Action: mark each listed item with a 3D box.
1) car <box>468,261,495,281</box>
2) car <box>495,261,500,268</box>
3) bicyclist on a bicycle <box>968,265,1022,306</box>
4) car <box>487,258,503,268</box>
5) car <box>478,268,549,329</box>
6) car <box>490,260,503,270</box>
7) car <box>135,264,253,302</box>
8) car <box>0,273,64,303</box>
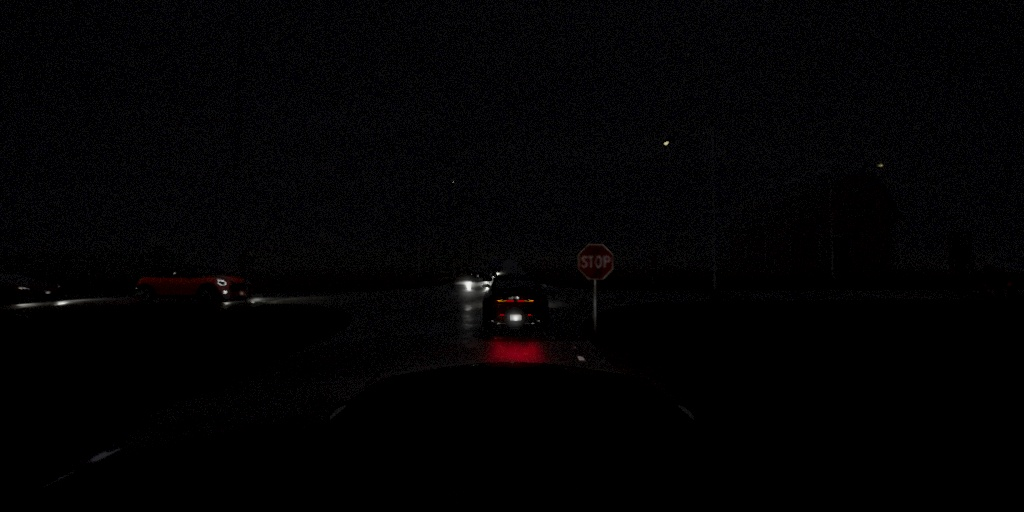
[{"bbox_3d":[-2.896,1.497,33.308,1.837,1.490,4.892,0,0,1],"label":"car"},{"bbox_3d":[-2.844,1.617,43.107,2.033,1.411,5.357,0,0,0],"label":"car"},{"bbox_3d":[19.947,1.187,14.845,0.582,1.620,1.656,0,-1,0],"label":"bicyclist on a bicycle"},{"bbox_3d":[-2.839,1.376,53.581,2.150,2.045,5.566,0,-1,1],"label":"car"},{"bbox_3d":[0.097,1.330,11.623,1.837,1.490,4.892,0,0,0],"label":"car"},{"bbox_3d":[-2.774,1.583,63.840,2.097,1.767,4.553,0,0,0],"label":"car"},{"bbox_3d":[-15.462,1.282,17.643,4.553,1.767,2.097,0,-1,1],"label":"car"},{"bbox_3d":[-25.137,1.532,17.628,4.674,1.442,1.812,-1,-1,0],"label":"car"}]
